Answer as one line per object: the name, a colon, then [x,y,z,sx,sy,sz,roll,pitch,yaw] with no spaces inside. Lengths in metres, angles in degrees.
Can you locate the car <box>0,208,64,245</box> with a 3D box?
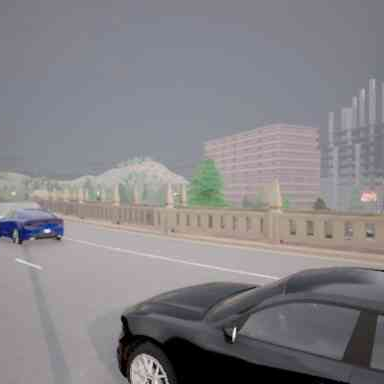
car: [-7.920,1.523,16.034,1.882,1.535,5.008,0,0,-44]

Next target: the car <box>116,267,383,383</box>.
car: [1.417,1.494,3.123,5.008,1.535,1.882,0,0,36]
